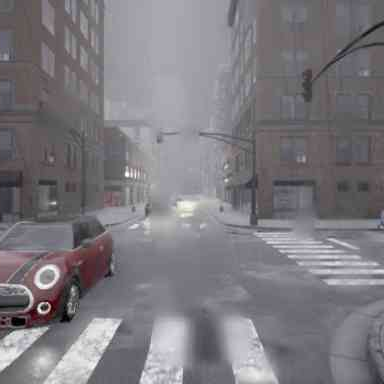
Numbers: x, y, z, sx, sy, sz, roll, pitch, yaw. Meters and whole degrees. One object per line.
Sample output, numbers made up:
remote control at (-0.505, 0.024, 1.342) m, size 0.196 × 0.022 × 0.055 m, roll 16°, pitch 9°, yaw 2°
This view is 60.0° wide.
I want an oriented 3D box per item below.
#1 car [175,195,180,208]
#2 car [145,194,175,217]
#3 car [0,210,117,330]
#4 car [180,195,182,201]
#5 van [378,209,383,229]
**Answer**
car at (-3.070, 1.514, 48.160) m, size 1.812 × 1.442 × 4.674 m, roll 0°, pitch 0°, yaw 0°
car at (-3.084, 1.214, 31.465) m, size 2.150 × 2.045 × 5.566 m, roll 0°, pitch 0°, yaw 0°
car at (-3.097, 1.348, 7.189) m, size 2.097 × 1.767 × 4.553 m, roll 0°, pitch 0°, yaw 0°
car at (-2.967, 1.176, 63.937) m, size 1.882 × 1.535 × 5.008 m, roll 0°, pitch 0°, yaw 0°
van at (12.064, 1.345, 17.445) m, size 3.998 × 1.788 × 1.690 m, roll 0°, pitch 0°, yaw 0°
